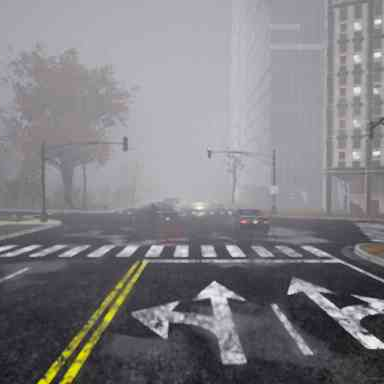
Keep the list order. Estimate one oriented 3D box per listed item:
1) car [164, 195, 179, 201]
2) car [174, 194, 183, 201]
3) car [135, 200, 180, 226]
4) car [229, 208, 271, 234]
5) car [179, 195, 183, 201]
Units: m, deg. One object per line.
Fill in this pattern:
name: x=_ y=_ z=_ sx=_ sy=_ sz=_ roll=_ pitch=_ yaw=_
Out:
car: x=-3.321 y=1.605 z=48.397 sx=1.882 sy=1.535 sz=5.008 roll=0 pitch=0 yaw=0
car: x=-3.243 y=1.330 z=79.181 sx=1.882 sy=1.535 sz=5.008 roll=0 pitch=0 yaw=0
car: x=-2.723 y=1.546 z=24.292 sx=2.128 sy=1.511 sz=4.902 roll=0 pitch=0 yaw=-27
car: x=3.395 y=1.654 z=20.313 sx=2.033 sy=1.411 sz=5.357 roll=1 pitch=0 yaw=0
car: x=-3.266 y=1.659 z=63.820 sx=1.882 sy=1.535 sz=5.008 roll=0 pitch=0 yaw=0
